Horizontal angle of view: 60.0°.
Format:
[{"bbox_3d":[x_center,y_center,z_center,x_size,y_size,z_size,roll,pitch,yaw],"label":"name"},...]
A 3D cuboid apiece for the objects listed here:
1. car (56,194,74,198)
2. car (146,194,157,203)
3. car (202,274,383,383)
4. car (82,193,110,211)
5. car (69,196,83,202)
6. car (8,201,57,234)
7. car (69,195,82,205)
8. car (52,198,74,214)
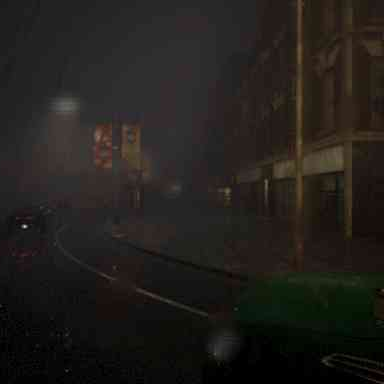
[{"bbox_3d":[-23.066,1.520,58.654,2.033,1.411,5.357,0,0,-3],"label":"car"},{"bbox_3d":[-11.325,1.522,91.001,2.231,1.521,4.892,0,0,6],"label":"car"},{"bbox_3d":[2.739,1.233,2.008,5.566,2.045,2.150,0,0,36],"label":"car"},{"bbox_3d":[-11.261,1.349,39.868,2.097,1.767,4.553,0,0,-4],"label":"car"},{"bbox_3d":[-27.352,1.570,78.789,1.895,1.301,4.718,0,0,-4],"label":"car"},{"bbox_3d":[-9.185,1.491,19.189,1.837,1.490,4.892,-1,0,-17],"label":"car"},{"bbox_3d":[-19.585,1.586,58.883,1.895,1.301,4.718,0,0,-3],"label":"car"},{"bbox_3d":[-14.513,1.583,35.557,1.895,1.301,4.718,0,0,-4],"label":"car"}]
